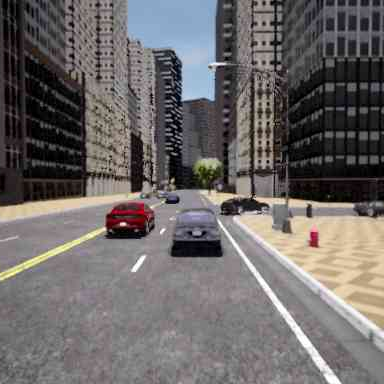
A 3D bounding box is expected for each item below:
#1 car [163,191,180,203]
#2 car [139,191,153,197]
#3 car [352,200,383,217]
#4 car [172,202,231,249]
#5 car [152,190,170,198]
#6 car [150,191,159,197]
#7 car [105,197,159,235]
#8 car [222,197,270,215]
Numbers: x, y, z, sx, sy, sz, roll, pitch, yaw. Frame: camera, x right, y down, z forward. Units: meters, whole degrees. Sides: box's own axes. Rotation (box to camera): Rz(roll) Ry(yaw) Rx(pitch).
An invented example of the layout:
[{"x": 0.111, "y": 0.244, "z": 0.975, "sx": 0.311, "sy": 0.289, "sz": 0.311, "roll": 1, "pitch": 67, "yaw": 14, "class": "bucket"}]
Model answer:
[{"x": -2.828, "y": 0.902, "z": 49.995, "sx": 1.994, "sy": 1.385, "sz": 4.181, "roll": 0, "pitch": 1, "yaw": 0, "class": "car"}, {"x": -9.319, "y": 0.651, "z": 66.268, "sx": 2.128, "sy": 1.511, "sz": 4.902, "roll": 0, "pitch": 1, "yaw": 1, "class": "car"}, {"x": 16.100, "y": 1.410, "z": 28.427, "sx": 4.403, "sy": 1.369, "sz": 2.008, "roll": 0, "pitch": 1, "yaw": 0, "class": "car"}, {"x": 0.177, "y": 1.365, "z": 13.471, "sx": 2.033, "sy": 1.411, "sz": 5.357, "roll": 0, "pitch": 1, "yaw": 0, "class": "car"}, {"x": -6.072, "y": 0.638, "z": 66.258, "sx": 2.128, "sy": 1.511, "sz": 4.902, "roll": 0, "pitch": 1, "yaw": 1, "class": "car"}, {"x": -9.209, "y": 0.438, "z": 82.085, "sx": 1.812, "sy": 1.442, "sz": 4.674, "roll": 0, "pitch": 1, "yaw": 0, "class": "car"}, {"x": -3.048, "y": 1.252, "z": 17.258, "sx": 1.882, "sy": 1.535, "sz": 5.008, "roll": 0, "pitch": 1, "yaw": 0, "class": "car"}, {"x": 4.957, "y": 1.221, "z": 30.545, "sx": 4.892, "sy": 1.490, "sz": 1.837, "roll": -1, "pitch": -2, "yaw": -32, "class": "car"}]
